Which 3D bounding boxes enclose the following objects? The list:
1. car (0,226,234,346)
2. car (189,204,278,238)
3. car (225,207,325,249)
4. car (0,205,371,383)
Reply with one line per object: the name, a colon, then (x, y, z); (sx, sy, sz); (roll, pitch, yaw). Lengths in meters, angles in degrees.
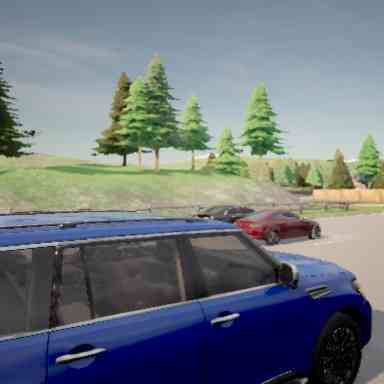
car: (-1.522, 1.595, 6.961); (4.718, 1.301, 1.895); (0, 0, -35)
car: (2.396, 1.476, 18.352); (4.892, 1.490, 1.837); (-1, 0, -36)
car: (3.871, 1.497, 15.103); (4.674, 1.442, 1.812); (0, 0, -36)
car: (-0.424, 1.219, 3.443); (5.566, 2.045, 2.150); (0, 0, -35)
